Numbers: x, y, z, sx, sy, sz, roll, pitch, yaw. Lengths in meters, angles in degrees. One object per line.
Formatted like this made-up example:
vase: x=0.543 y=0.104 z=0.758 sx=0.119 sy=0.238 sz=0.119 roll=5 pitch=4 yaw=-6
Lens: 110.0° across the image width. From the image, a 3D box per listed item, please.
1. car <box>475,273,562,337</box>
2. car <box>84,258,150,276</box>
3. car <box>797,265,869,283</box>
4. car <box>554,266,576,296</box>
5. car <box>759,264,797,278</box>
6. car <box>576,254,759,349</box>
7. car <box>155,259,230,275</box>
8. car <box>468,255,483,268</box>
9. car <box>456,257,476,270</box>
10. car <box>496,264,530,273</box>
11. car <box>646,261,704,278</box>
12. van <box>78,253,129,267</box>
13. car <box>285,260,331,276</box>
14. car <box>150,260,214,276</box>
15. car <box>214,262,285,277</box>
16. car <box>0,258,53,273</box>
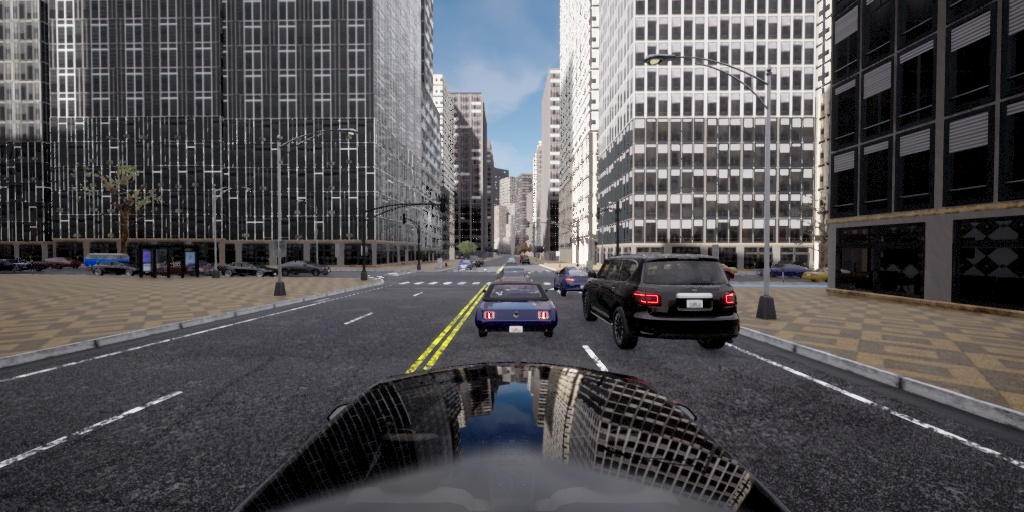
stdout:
car: x=0.090 y=1.347 z=10.224 sx=1.895 sy=1.301 sz=4.718 roll=0 pitch=0 yaw=0
car: x=-34.137 y=1.069 z=31.484 sx=4.313 sy=1.339 sz=1.948 roll=0 pitch=0 yaw=1
car: x=27.602 y=1.578 z=30.539 sx=4.829 sy=1.417 sz=1.751 roll=0 pitch=0 yaw=1
car: x=3.327 y=1.267 z=18.956 sx=1.812 sy=1.442 sz=4.674 roll=0 pitch=0 yaw=0
car: x=27.370 y=1.484 z=36.321 sx=4.674 sy=1.442 sz=1.812 roll=1 pitch=1 yaw=1
car: x=3.341 y=0.968 z=9.264 sx=2.150 sy=2.045 sz=5.566 roll=0 pitch=0 yaw=0
car: x=-30.271 y=1.043 z=34.046 sx=5.357 sy=1.411 sz=2.033 roll=1 pitch=1 yaw=1
car: x=-6.656 y=0.925 z=61.210 sx=2.150 sy=2.045 sz=5.566 roll=0 pitch=0 yaw=0
car: x=-6.657 y=1.241 z=51.247 sx=1.812 sy=1.442 sz=4.674 roll=0 pitch=0 yaw=-2
car: x=0.078 y=1.305 z=18.961 sx=1.994 sy=1.385 sz=4.181 roll=0 pitch=0 yaw=0
car: x=16.473 y=1.341 z=36.493 sx=5.008 sy=1.535 sz=1.882 roll=1 pitch=1 yaw=1
van: x=-45.340 y=0.605 z=40.129 sx=3.998 sy=1.789 sz=1.690 roll=0 pitch=0 yaw=1
car: x=-19.609 y=1.118 z=33.844 sx=4.674 sy=1.442 sz=1.812 roll=1 pitch=1 yaw=0
car: x=-28.456 y=1.138 z=31.318 sx=4.207 sy=1.307 sz=1.802 roll=0 pitch=0 yaw=1
car: x=-22.772 y=1.174 z=31.193 sx=4.313 sy=1.339 sz=1.948 roll=0 pitch=0 yaw=1
car: x=-47.784 y=0.936 z=34.415 sx=4.718 sy=1.301 sz=1.895 roll=1 pitch=1 yaw=2
